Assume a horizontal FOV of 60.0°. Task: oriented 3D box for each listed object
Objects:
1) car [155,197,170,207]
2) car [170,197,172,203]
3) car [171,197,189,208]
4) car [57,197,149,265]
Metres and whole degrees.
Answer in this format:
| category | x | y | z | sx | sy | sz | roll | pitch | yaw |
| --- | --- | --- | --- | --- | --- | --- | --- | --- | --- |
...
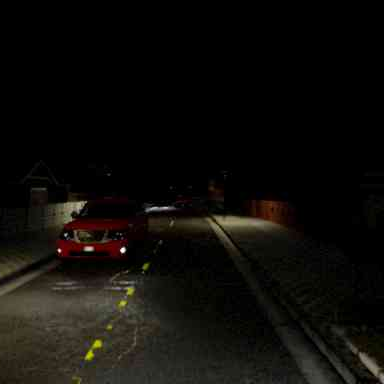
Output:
| category | x | y | z | sx | sy | sz | roll | pitch | yaw |
| --- | --- | --- | --- | --- | --- | --- | --- | --- | --- |
| car | -4.952 | 1.678 | 52.930 | 1.895 | 1.301 | 4.718 | 0 | 0 | -7 |
| car | -3.903 | 1.672 | 66.486 | 2.033 | 1.411 | 5.357 | 0 | 0 | -12 |
| car | -1.637 | 1.568 | 50.119 | 1.837 | 1.490 | 4.892 | 0 | -1 | -7 |
| car | -2.885 | 1.232 | 12.058 | 2.150 | 2.045 | 5.566 | 0 | 0 | 0 |
